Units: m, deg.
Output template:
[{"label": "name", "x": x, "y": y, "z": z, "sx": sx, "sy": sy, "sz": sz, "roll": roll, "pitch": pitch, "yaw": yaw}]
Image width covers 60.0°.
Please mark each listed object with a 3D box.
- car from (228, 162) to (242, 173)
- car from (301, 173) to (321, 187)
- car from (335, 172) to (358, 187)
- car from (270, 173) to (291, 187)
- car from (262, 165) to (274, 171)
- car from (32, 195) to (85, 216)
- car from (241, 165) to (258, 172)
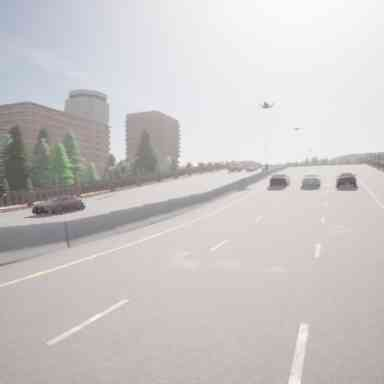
[{"label": "car", "x": 9.679, "y": -5.424, "z": 73.554, "sx": 2.150, "sy": 2.045, "sz": 5.566, "roll": -1, "pitch": 7, "yaw": 23}, {"label": "car", "x": 13.430, "y": -1.439, "z": 37.318, "sx": 1.812, "sy": 1.442, "sz": 4.674, "roll": -1, "pitch": 7, "yaw": 23}, {"label": "car", "x": 16.321, "y": -1.392, "z": 35.183, "sx": 1.837, "sy": 1.490, "sz": 4.892, "roll": -1, "pitch": 7, "yaw": 23}, {"label": "car", "x": 10.412, "y": -1.513, "z": 39.163, "sx": 1.882, "sy": 1.535, "sz": 5.008, "roll": -1, "pitch": 7, "yaw": 23}, {"label": "car", "x": 16.145, "y": -5.131, "z": 70.863, "sx": 1.895, "sy": 1.301, "sz": 4.718, "roll": -1, "pitch": 7, "yaw": 23}, {"label": "car", "x": -10.408, "y": 0.977, "z": 26.163, "sx": 1.994, "sy": 1.385, "sz": 4.181, "roll": -1, "pitch": 5, "yaw": 23}, {"label": "car", "x": 12.931, "y": -5.153, "z": 72.250, "sx": 2.033, "sy": 1.411, "sz": 5.357, "roll": -1, "pitch": 7, "yaw": 23}]
